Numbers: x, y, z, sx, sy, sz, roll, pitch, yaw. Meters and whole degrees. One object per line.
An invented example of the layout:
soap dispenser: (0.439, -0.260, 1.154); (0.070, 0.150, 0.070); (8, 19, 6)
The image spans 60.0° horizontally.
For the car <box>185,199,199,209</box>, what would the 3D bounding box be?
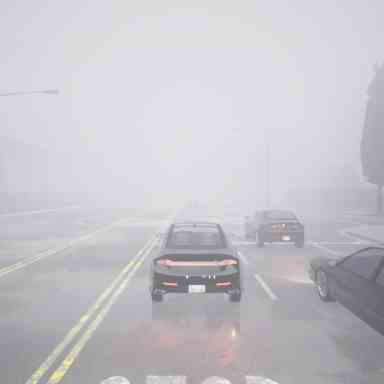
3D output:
car: (-0.008, 1.600, 44.106); (1.895, 1.301, 4.718); (0, 0, 0)

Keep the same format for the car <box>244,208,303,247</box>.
car: (3.562, 1.504, 14.989); (1.837, 1.490, 4.892); (0, 0, 0)

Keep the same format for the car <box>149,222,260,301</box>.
car: (0.080, 1.491, 8.287); (2.128, 1.511, 4.902); (0, 0, 0)

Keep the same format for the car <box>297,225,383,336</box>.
car: (3.587, 1.547, 5.242); (2.033, 1.411, 5.357); (0, 0, 0)
